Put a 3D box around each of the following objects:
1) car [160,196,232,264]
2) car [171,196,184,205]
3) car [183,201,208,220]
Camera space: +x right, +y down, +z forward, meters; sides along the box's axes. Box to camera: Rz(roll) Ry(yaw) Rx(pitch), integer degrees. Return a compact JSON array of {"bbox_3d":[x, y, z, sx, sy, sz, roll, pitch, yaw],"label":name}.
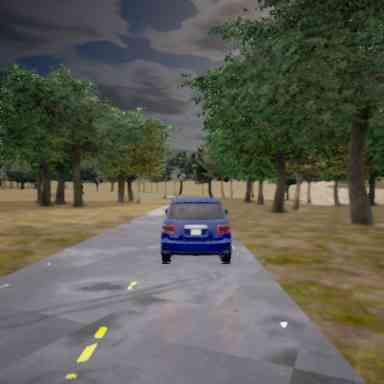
[{"bbox_3d":[0.157,1.194,11.902,2.150,2.045,5.566,0,0,1],"label":"car"},{"bbox_3d":[-2.467,1.441,57.380,1.882,1.535,5.008,0,0,1],"label":"car"},{"bbox_3d":[0.340,1.526,28.239,1.994,1.385,4.181,0,0,1],"label":"car"}]
